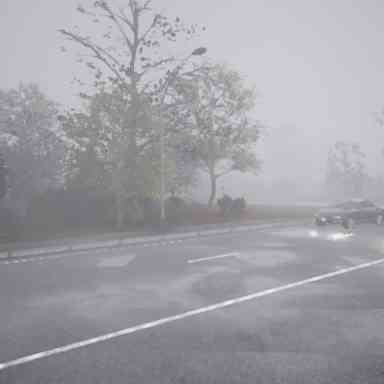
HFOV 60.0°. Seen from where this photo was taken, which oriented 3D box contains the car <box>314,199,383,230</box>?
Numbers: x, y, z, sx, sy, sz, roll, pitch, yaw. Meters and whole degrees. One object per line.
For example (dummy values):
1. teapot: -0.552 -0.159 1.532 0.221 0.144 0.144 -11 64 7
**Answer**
1. car: 8.819 1.171 18.554 4.892 1.490 1.837 -1 0 -34
